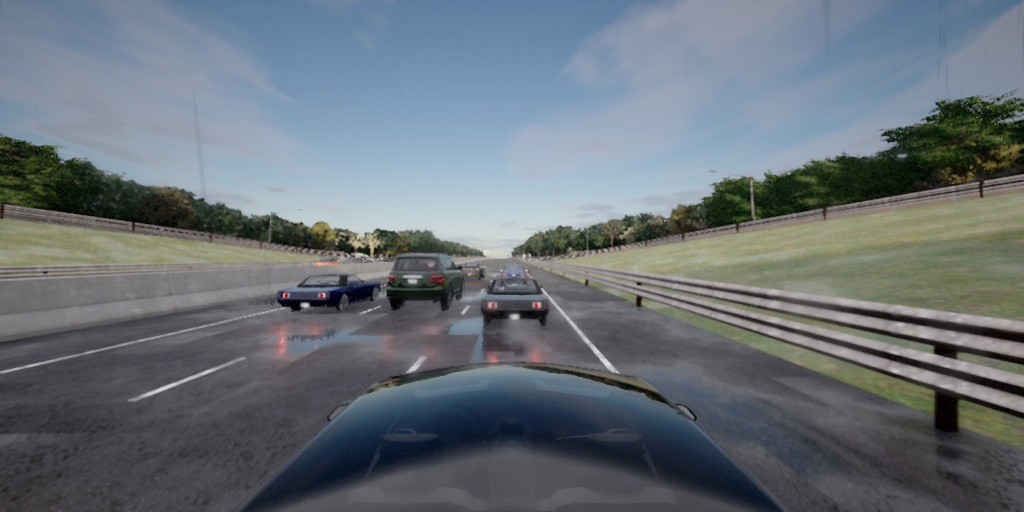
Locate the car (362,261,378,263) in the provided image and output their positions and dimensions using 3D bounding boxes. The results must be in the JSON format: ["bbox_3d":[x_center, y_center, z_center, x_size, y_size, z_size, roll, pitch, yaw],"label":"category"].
[{"bbox_3d":[-17.775,1.344,47.773,1.994,1.385,4.181,0,0,-1],"label":"car"}]

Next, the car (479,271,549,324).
[{"bbox_3d":[0.096,1.351,11.862,1.895,1.301,4.718,0,0,1],"label":"car"}]

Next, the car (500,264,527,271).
[{"bbox_3d":[0.129,1.311,25.972,2.033,1.411,5.357,0,0,1],"label":"car"}]

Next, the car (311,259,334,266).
[{"bbox_3d":[-24.767,1.127,47.647,2.097,1.767,4.553,0,0,-1],"label":"car"}]

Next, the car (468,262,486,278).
[{"bbox_3d":[-3.358,1.261,30.982,2.128,1.511,4.902,0,0,0],"label":"car"}]

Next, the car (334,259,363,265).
[{"bbox_3d":[-21.275,1.129,47.828,2.097,1.767,4.553,0,0,-1],"label":"car"}]

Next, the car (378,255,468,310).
[{"bbox_3d":[-3.378,0.971,14.932,2.150,2.045,5.566,0,0,0],"label":"car"}]

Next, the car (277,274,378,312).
[{"bbox_3d":[-6.885,1.350,14.196,1.895,1.301,4.718,0,0,0],"label":"car"}]
